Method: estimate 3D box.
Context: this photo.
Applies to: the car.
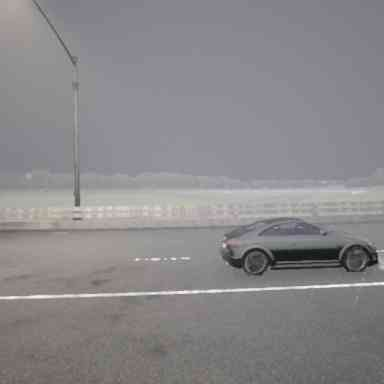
[{"bbox_3d":[2.878,1.421,9.368,4.181,1.385,1.994,0,0,-6],"label":"car"}]
